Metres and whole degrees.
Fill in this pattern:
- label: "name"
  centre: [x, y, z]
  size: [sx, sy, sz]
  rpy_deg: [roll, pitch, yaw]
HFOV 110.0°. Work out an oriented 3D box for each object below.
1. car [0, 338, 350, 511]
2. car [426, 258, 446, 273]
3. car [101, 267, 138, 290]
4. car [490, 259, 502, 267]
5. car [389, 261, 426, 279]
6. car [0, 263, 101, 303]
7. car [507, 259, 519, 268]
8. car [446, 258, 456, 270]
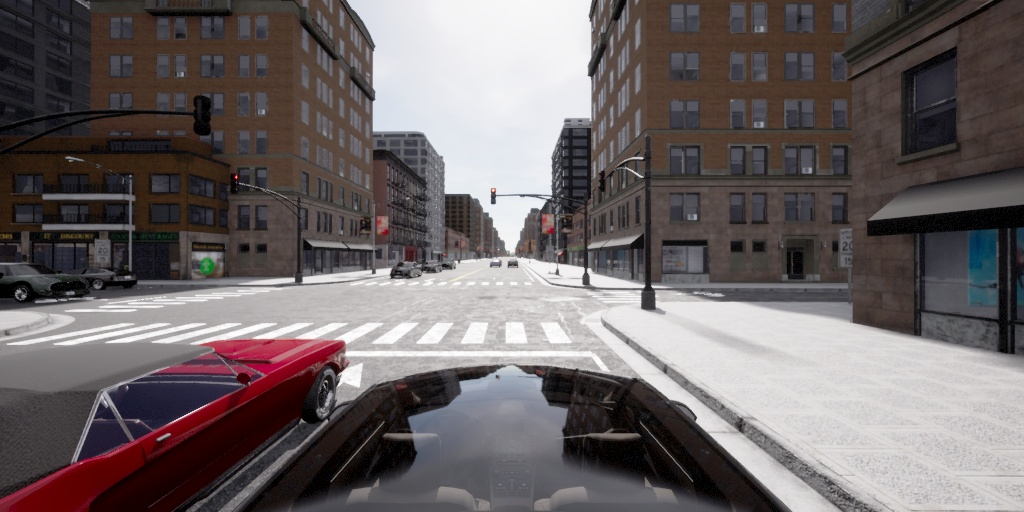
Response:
- label: "car"
  centre: [-3.157, 1.351, 2.837]
  size: [1.895, 1.301, 4.718]
  rpy_deg: [0, 0, 0]
- label: "car"
  centre: [-9.732, 1.251, 43.553]
  size: [1.837, 1.490, 4.892]
  rpy_deg: [0, 0, 1]
- label: "car"
  centre: [-25.321, 1.330, 21.705]
  size: [4.313, 1.339, 1.948]
  rpy_deg: [0, 0, 0]
- label: "car"
  centre: [-2.979, 1.287, 64.154]
  size: [2.033, 1.411, 5.357]
  rpy_deg: [0, 0, 0]
- label: "car"
  centre: [-9.761, 1.255, 33.202]
  size: [1.837, 1.490, 4.892]
  rpy_deg: [0, 0, 0]
- label: "car"
  centre: [-22.163, 1.095, 16.196]
  size: [4.553, 1.767, 2.097]
  rpy_deg: [0, 0, 0]
- label: "car"
  centre: [0.166, 1.245, 62.199]
  size: [1.837, 1.490, 4.892]
  rpy_deg: [0, 0, 0]
- label: "car"
  centre: [-9.699, 1.095, 53.617]
  size: [2.097, 1.767, 4.553]
  rpy_deg: [0, 0, 0]
